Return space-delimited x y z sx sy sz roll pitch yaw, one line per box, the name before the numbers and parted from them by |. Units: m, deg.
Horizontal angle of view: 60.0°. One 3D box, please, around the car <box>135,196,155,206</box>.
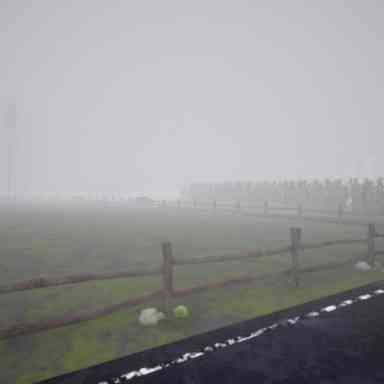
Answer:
car | -7.883 1.499 55.307 1.837 1.490 4.892 1 -1 -35
